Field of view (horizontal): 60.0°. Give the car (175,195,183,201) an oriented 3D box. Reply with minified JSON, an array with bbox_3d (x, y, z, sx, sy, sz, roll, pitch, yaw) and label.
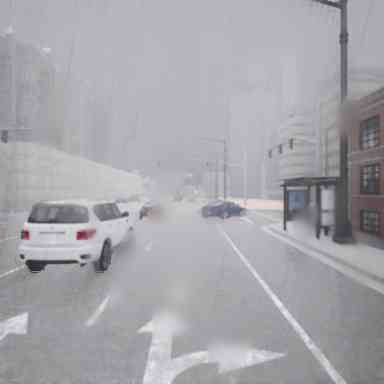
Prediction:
[{"bbox_3d":[-3.528,1.624,90.318,1.994,1.385,4.181,0,0,0],"label":"car"}]

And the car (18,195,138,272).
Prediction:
[{"bbox_3d":[-3.451,1.244,10.996,2.150,2.045,5.566,0,0,1],"label":"car"}]

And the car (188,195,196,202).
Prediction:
[{"bbox_3d":[-0.025,1.631,79.901,1.882,1.535,5.008,0,0,0],"label":"car"}]

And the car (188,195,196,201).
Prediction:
[{"bbox_3d":[-0.028,1.611,90.319,2.033,1.411,5.357,0,0,0],"label":"car"}]

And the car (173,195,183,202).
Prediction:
[{"bbox_3d":[-3.525,1.750,80.346,1.895,1.301,4.718,0,0,0],"label":"car"}]

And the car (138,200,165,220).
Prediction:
[{"bbox_3d":[-3.436,1.585,29.090,1.812,1.442,4.674,0,0,0],"label":"car"}]

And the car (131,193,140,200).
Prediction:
[{"bbox_3d":[-14.025,1.376,81.197,2.150,2.045,5.566,0,0,0],"label":"car"}]

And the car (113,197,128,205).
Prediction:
[{"bbox_3d":[-14.027,1.693,65.567,1.994,1.385,4.181,0,0,0],"label":"car"}]

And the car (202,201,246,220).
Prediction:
[{"bbox_3d":[2.858,1.537,28.956,1.882,1.535,5.008,-2,-1,37],"label":"car"}]
